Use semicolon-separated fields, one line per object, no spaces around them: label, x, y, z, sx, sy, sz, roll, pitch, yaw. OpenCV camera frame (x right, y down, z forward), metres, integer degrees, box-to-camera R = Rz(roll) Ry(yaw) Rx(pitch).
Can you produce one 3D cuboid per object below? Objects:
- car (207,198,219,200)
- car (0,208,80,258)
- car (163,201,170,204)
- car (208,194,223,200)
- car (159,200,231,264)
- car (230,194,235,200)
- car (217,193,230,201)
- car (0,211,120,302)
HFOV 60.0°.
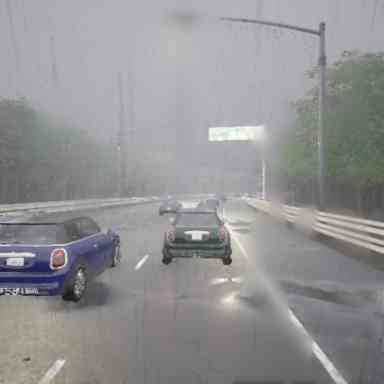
car;1.408;1.542;32.680;1.994;1.385;4.181;0;0;5
car;-6.692;1.520;13.895;2.033;1.411;5.357;0;0;2
car;-1.994;1.533;32.997;1.994;1.385;4.181;0;0;5
car;3.199;1.439;50.177;1.882;1.535;5.008;0;0;7
car;0.214;1.344;11.952;2.097;1.767;4.553;0;0;2
car;9.674;1.502;88.864;1.895;1.301;4.718;0;0;13
car;6.336;1.160;71.544;2.150;2.045;5.566;0;0;10
car;-3.279;1.338;8.420;2.097;1.767;4.553;0;0;1
